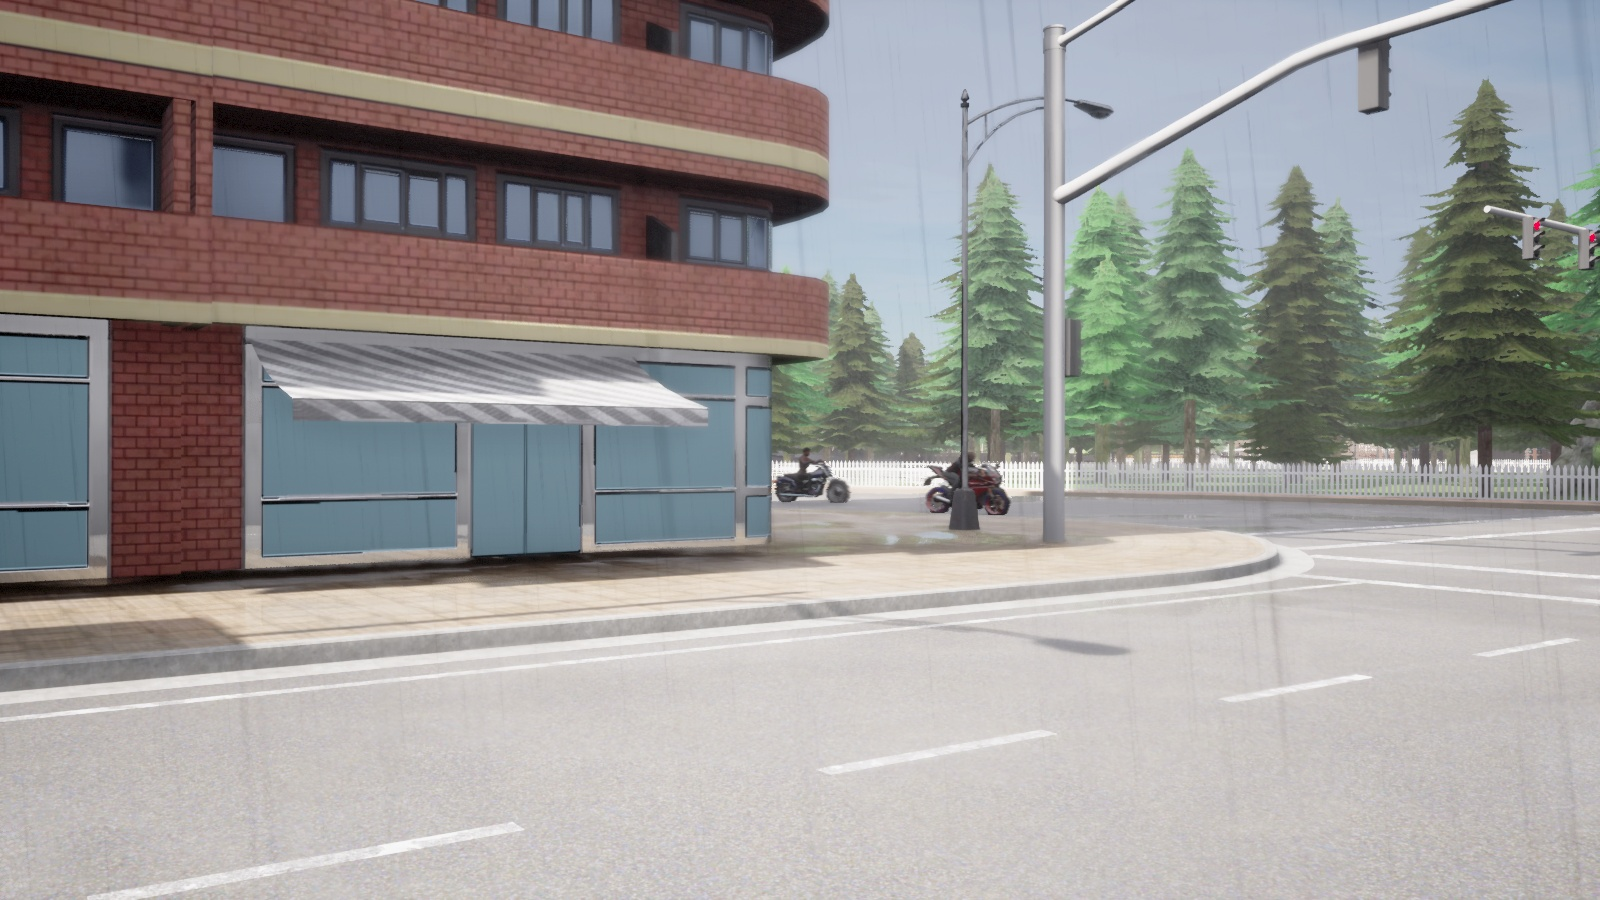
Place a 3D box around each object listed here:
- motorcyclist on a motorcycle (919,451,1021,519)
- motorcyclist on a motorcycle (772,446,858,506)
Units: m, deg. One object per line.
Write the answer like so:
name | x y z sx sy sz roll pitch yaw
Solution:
motorcyclist on a motorcycle | 3.956 0.788 29.325 2.191 1.530 0.866 0 0 37
motorcyclist on a motorcycle | 0.415 0.726 35.720 2.350 1.649 0.766 0 0 27
